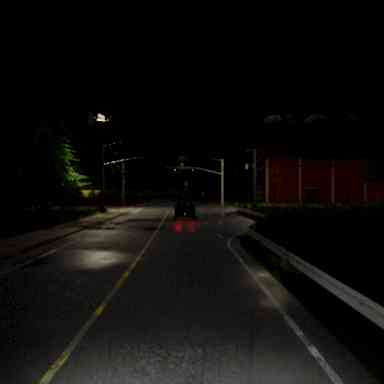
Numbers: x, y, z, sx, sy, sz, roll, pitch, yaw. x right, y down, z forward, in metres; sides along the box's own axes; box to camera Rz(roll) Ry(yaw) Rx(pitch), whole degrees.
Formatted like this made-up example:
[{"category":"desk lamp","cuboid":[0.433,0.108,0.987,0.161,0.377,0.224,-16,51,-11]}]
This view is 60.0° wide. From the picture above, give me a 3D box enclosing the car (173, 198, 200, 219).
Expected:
[{"category":"car","cuboid":[-0.664,1.616,30.080,2.128,1.511,4.902,0,0,-2]}]
